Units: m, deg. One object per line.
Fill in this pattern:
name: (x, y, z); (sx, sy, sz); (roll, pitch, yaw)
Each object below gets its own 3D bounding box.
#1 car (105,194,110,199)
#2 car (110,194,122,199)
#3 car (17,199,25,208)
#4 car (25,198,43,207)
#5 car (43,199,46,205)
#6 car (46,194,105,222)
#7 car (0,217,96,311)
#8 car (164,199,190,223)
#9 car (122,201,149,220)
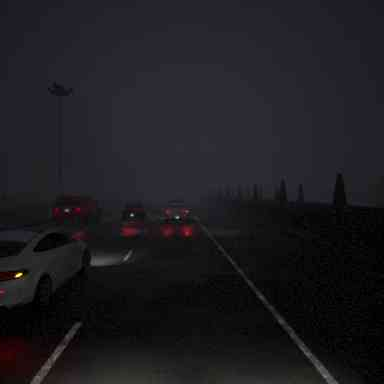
car: (-21.979, 1.301, 86.003); (2.097, 1.767, 4.553); (0, 0, -3)
car: (-18.246, 1.541, 81.715); (1.837, 1.490, 4.892); (0, 0, -3)
car: (-23.559, 1.566, 48.442); (1.882, 1.535, 5.008); (0, 0, -3)
car: (-19.829, 1.602, 43.962); (1.812, 1.442, 4.674); (0, 0, -3)
car: (-16.182, 1.543, 41.211); (1.882, 1.535, 5.008); (0, 0, -3)
car: (-8.059, 1.256, 23.725); (2.150, 2.045, 5.566); (0, 0, -3)
car: (-3.759, 1.540, 7.619); (1.812, 1.442, 4.674); (0, 0, -2)
car: (-1.142, 1.543, 25.602); (1.812, 1.442, 4.674); (0, 0, -3)
car: (-4.795, 1.533, 28.287); (1.837, 1.490, 4.892); (0, 0, -3)
